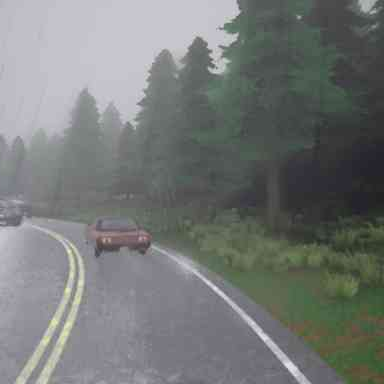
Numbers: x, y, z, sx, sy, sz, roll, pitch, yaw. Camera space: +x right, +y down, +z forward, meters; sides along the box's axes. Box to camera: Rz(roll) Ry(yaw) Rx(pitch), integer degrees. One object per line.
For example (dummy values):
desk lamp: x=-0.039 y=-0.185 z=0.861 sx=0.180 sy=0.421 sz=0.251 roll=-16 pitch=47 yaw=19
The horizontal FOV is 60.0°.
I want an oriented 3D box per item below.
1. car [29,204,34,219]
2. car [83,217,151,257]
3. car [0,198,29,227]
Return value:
car: x=-14.741 y=1.343 z=27.005 sx=4.892 sy=1.490 sz=1.837 roll=2 pitch=-3 yaw=36
car: x=-3.130 y=1.625 z=13.153 sx=1.895 sy=1.301 sz=4.718 roll=1 pitch=-1 yaw=-23
car: x=-12.168 y=1.151 z=20.438 sx=4.553 sy=1.767 sz=2.097 roll=2 pitch=-1 yaw=45
